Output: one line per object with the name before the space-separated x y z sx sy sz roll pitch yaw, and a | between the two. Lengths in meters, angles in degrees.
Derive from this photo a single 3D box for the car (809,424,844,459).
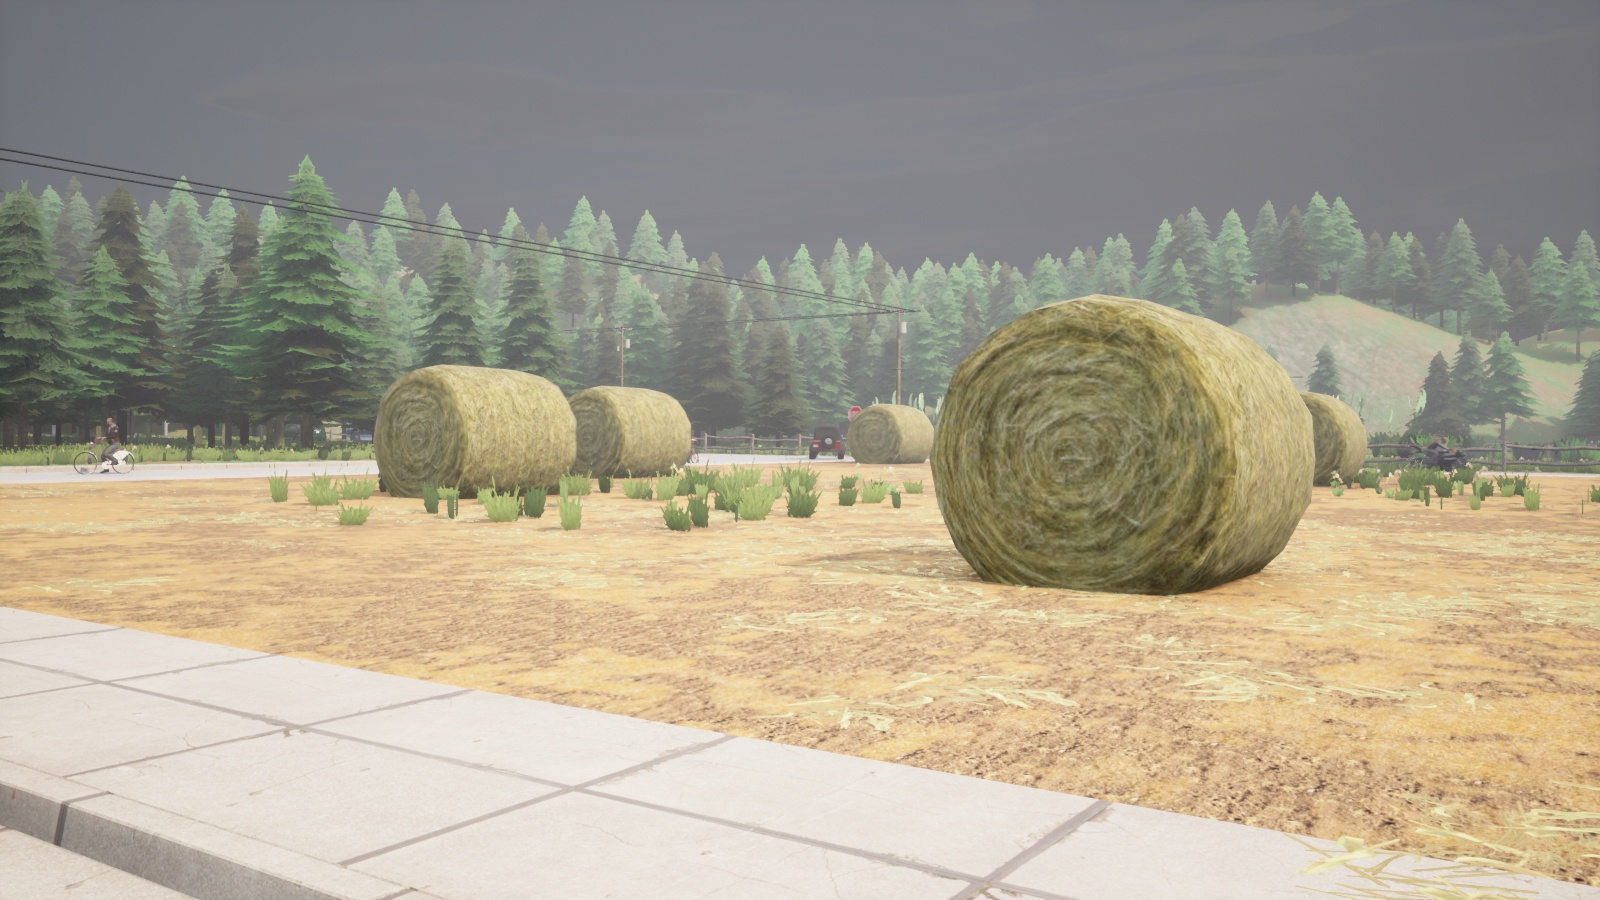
car | 1.476 -0.481 69.557 1.905 1.878 3.866 0 1 1

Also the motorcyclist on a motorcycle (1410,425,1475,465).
motorcyclist on a motorcycle | 25.557 -0.203 49.973 2.191 1.530 0.866 0 1 38

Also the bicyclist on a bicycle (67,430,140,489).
bicyclist on a bicycle | -21.509 0.277 38.810 0.659 1.776 1.843 0 1 35
